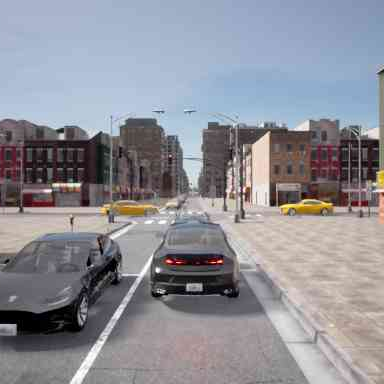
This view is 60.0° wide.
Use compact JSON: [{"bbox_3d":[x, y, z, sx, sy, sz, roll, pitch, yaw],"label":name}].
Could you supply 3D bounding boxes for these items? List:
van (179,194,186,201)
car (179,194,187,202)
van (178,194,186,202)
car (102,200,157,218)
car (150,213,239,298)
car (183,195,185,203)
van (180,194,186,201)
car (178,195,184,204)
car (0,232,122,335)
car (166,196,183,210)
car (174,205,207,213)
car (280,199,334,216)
[{"bbox_3d":[-2.504,1.529,89.471,1.690,1.788,3.998,0,0,0],"label":"van"},{"bbox_3d":[-2.537,1.547,67.049,1.967,1.590,4.097,0,0,0],"label":"car"},{"bbox_3d":[-2.512,1.507,83.866,1.690,1.788,3.998,0,0,0],"label":"van"},{"bbox_3d":[-5.715,1.508,30.630,5.008,1.535,1.882,0,0,-16],"label":"car"},{"bbox_3d":[0.083,1.507,8.536,1.837,1.490,4.892,0,0,1],"label":"car"},{"bbox_3d":[-2.553,1.655,55.838,1.802,1.307,4.206,0,0,0],"label":"car"},{"bbox_3d":[-2.496,1.551,95.077,1.690,1.788,3.998,0,0,0],"label":"van"},{"bbox_3d":[-2.561,1.604,50.233,1.887,1.381,4.507,0,0,0],"label":"car"},{"bbox_3d":[-2.623,1.567,6.858,1.947,1.339,4.313,0,0,0],"label":"car"},{"bbox_3d":[-2.569,1.571,44.458,1.752,1.417,4.829,0,0,0],"label":"car"},{"bbox_3d":[0.054,1.608,17.747,1.895,1.301,4.718,0,0,1],"label":"car"},{"bbox_3d":[11.131,1.487,32.423,5.008,1.535,1.882,0,0,0],"label":"car"}]
